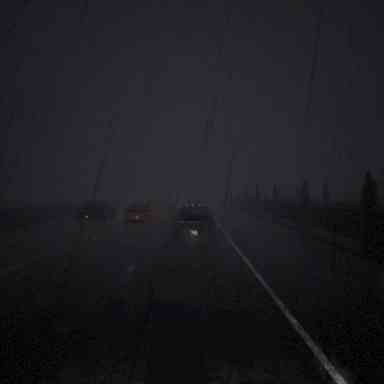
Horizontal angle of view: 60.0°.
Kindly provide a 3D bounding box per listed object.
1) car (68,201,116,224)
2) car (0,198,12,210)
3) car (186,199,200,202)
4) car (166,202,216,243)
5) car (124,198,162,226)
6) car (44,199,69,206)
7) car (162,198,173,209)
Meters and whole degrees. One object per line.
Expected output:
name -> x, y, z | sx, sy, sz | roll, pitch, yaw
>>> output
car -> -6.899, 1.410, 24.296 | 2.128, 1.511, 4.902 | 0, 0, 0
car -> -21.090, 1.394, 35.285 | 2.128, 1.511, 4.902 | 0, -1, 0
car -> 0.102, 1.459, 36.033 | 2.033, 1.411, 5.357 | 0, -1, 0
car -> 0.101, 1.438, 15.854 | 2.128, 1.511, 4.902 | 0, 0, 0
car -> -3.399, 1.400, 22.989 | 1.882, 1.535, 5.008 | 0, 0, 0
car -> -14.091, 1.466, 35.284 | 1.994, 1.385, 4.181 | 0, -1, 0
car -> -3.398, 1.487, 40.017 | 2.128, 1.511, 4.902 | 0, -2, 0
